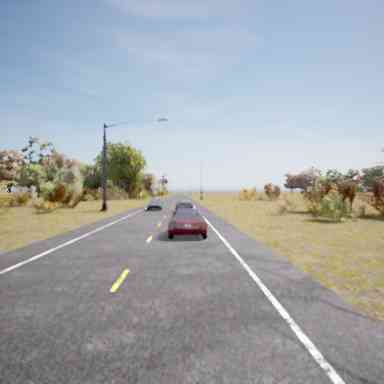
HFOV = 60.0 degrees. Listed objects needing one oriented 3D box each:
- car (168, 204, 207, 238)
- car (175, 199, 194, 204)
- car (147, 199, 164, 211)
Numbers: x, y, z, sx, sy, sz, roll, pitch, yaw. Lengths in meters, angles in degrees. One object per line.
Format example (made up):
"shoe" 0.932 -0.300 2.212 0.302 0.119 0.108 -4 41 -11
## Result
"car" -0.251 1.576 17.886 1.994 1.385 4.181 0 0 -2
"car" -0.821 1.516 36.713 2.128 1.511 4.902 0 0 -2
"car" -4.591 1.578 42.172 2.033 1.411 5.357 0 0 -2
